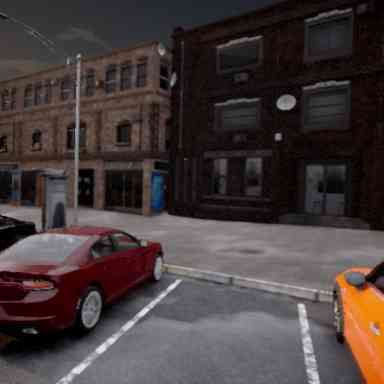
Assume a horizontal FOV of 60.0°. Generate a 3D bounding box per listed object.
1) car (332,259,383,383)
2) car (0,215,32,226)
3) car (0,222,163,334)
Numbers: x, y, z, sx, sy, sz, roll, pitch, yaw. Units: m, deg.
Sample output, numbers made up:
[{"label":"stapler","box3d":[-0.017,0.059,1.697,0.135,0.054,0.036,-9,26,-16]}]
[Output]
[{"label":"car","box3d":[2.813,1.358,3.386,2.185,1.767,4.553,0,0,15]},{"label":"car","box3d":[-7.099,1.402,10.300,2.097,1.535,5.008,1,0,14]},{"label":"car","box3d":[-2.125,1.442,6.878,2.097,1.535,5.008,0,0,14]}]
